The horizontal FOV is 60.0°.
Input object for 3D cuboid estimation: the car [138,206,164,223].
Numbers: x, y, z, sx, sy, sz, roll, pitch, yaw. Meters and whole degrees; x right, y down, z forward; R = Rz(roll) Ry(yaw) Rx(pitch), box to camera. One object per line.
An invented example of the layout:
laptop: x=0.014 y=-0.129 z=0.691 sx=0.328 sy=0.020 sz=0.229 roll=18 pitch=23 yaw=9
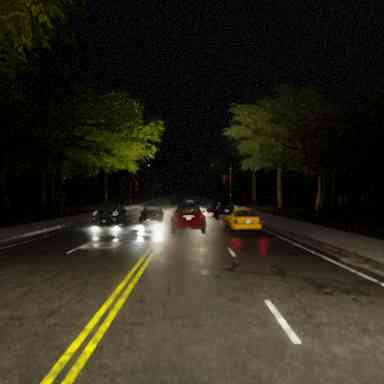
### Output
car: x=-3.471 y=1.925 z=28.686 sx=1.895 sy=1.301 sz=4.718 roll=0 pitch=-1 yaw=0

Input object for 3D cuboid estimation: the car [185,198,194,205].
car: x=-0.652 y=2.208 z=74.732 sx=2.033 sy=1.411 sz=5.357 roll=0 pitch=0 yaw=-1

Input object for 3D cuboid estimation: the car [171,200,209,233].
car: x=-0.207 y=1.601 z=21.582 sx=2.097 sy=1.767 sz=4.553 roll=0 pitch=-1 yaw=0

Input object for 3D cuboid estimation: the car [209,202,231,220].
car: x=3.105 y=1.788 z=32.209 sx=2.033 sy=1.649 sz=4.856 roll=0 pitch=-1 yaw=0

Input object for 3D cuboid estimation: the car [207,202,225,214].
car: x=3.008 y=2.026 z=43.217 sx=1.994 sy=1.385 sz=4.181 roll=0 pitch=-1 yaw=-1

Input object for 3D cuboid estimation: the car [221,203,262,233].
car: x=3.178 y=1.704 z=21.388 sx=1.801 sy=1.575 sz=5.366 roll=0 pitch=-1 yaw=0

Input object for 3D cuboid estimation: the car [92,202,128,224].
car: x=-6.713 y=1.665 z=27.585 sx=2.097 sy=1.767 sz=4.553 roll=0 pitch=-1 yaw=0
